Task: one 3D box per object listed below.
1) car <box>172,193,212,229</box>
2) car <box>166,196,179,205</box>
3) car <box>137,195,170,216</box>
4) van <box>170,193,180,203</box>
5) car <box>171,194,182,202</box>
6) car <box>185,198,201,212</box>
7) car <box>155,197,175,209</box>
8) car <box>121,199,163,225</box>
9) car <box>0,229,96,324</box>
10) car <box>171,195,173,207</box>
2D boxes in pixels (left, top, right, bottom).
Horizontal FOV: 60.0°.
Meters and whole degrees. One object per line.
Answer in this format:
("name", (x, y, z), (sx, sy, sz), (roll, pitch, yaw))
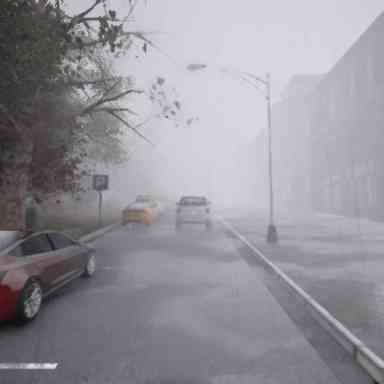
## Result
("car", (0.085, 1.236, 21.703), (2.150, 2.045, 5.566), (0, 0, 0))
("car", (-3.696, 1.571, 62.892), (2.002, 1.452, 4.674), (0, 0, 2))
("car", (-3.673, 1.245, 29.502), (2.435, 2.045, 5.566), (0, 0, 2))
("van", (-3.700, 1.320, 74.153), (1.878, 1.987, 4.442), (0, 0, 2))
("car", (-3.709, 1.428, 79.576), (2.185, 1.767, 4.553), (0, 0, 2))
("car", (0.076, 1.528, 40.833), (1.837, 1.490, 4.892), (0, 0, 0))
("car", (-3.685, 1.508, 46.178), (2.097, 1.535, 5.008), (0, 0, 2))
("car", (-3.670, 1.494, 23.897), (2.097, 1.535, 5.008), (0, 0, 2))
("car", (-3.657, 1.517, 7.219), (2.163, 1.488, 4.792), (0, 0, 2))
("car", (-3.674, 1.501, 40.799), (1.946, 1.575, 5.366), (0, 0, 2))
